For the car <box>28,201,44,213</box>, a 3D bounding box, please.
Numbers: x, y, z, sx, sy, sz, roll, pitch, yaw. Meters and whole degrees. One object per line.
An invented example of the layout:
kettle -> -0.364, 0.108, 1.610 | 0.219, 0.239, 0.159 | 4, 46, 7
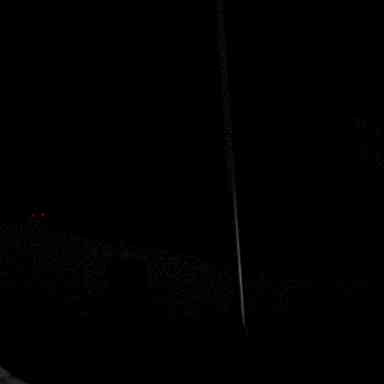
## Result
car -> -21.219, 2.038, 45.141 | 2.128, 1.511, 4.902 | -2, -1, -27
